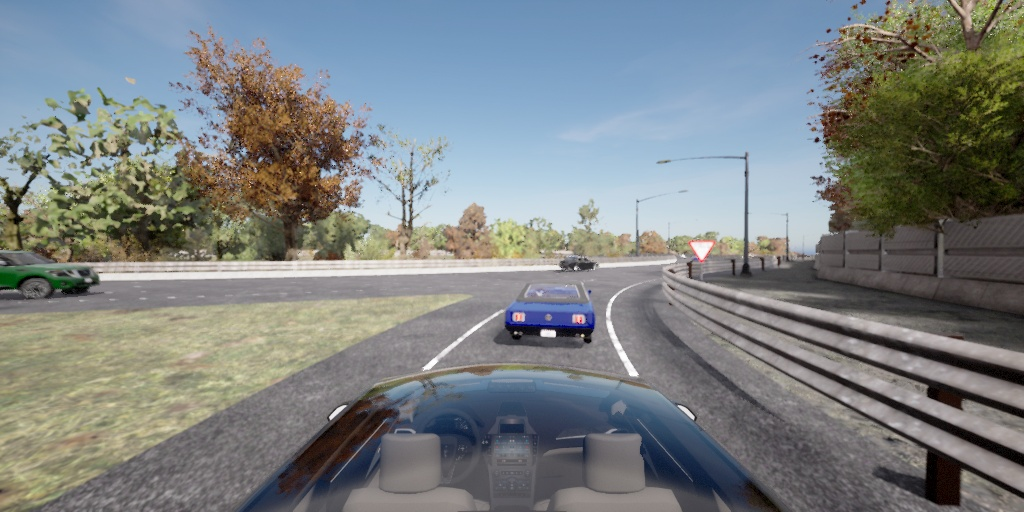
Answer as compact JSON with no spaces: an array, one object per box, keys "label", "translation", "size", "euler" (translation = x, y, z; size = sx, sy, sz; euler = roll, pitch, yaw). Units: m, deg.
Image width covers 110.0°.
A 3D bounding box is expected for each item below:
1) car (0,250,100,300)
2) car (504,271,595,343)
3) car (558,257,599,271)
[{"label":"car","translation":[-21.711,0.751,15.259],"size":[5.566,2.045,2.150],"euler":[0,1,-19]},{"label":"car","translation":[1.151,1.264,9.468],"size":[1.895,1.301,4.718],"euler":[0,1,11]},{"label":"car","translation":[6.981,0.805,37.306],"size":[4.892,1.490,1.837],"euler":[0,2,-37]}]
